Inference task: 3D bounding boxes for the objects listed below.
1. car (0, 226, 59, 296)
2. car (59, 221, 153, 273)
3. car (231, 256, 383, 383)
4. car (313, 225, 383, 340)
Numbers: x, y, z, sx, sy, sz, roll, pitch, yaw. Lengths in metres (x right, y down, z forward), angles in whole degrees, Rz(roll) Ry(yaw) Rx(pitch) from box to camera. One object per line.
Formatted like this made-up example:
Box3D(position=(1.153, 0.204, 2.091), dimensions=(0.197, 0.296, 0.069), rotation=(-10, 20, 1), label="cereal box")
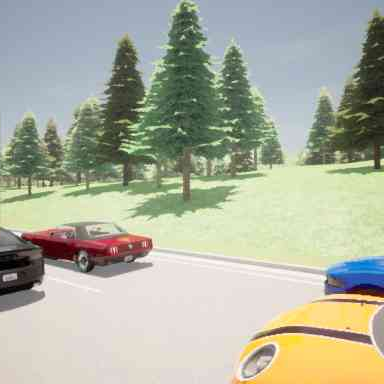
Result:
Box3D(position=(-5.480, 1.478, 7.805), dimensions=(5.008, 1.535, 1.882), rotation=(0, 0, 36), label="car")
Box3D(position=(-3.592, 1.601, 10.760), dimensions=(4.718, 1.301, 1.895), rotation=(0, 0, 36), label="car")
Box3D(position=(2.504, 1.351, 2.200), dimensions=(4.553, 1.767, 2.097), rotation=(0, 0, 36), label="car")
Box3D(position=(4.640, 1.478, 4.975), dimensions=(5.008, 1.535, 1.882), rotation=(0, 0, 36), label="car")
